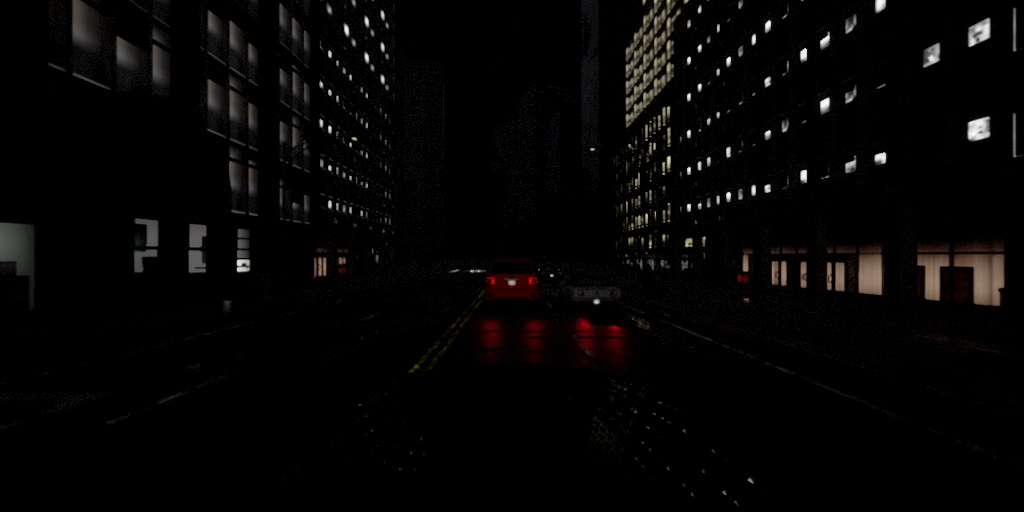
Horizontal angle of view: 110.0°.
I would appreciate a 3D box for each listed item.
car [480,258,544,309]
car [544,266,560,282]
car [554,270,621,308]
[{"bbox_3d":[-0.006,1.098,15.876,2.150,2.045,5.566,0,0,0],"label":"car"},{"bbox_3d":[3.239,1.584,31.173,1.994,1.385,4.181,0,0,0],"label":"car"},{"bbox_3d":[3.245,1.483,15.963,1.895,1.301,4.718,0,0,0],"label":"car"}]
